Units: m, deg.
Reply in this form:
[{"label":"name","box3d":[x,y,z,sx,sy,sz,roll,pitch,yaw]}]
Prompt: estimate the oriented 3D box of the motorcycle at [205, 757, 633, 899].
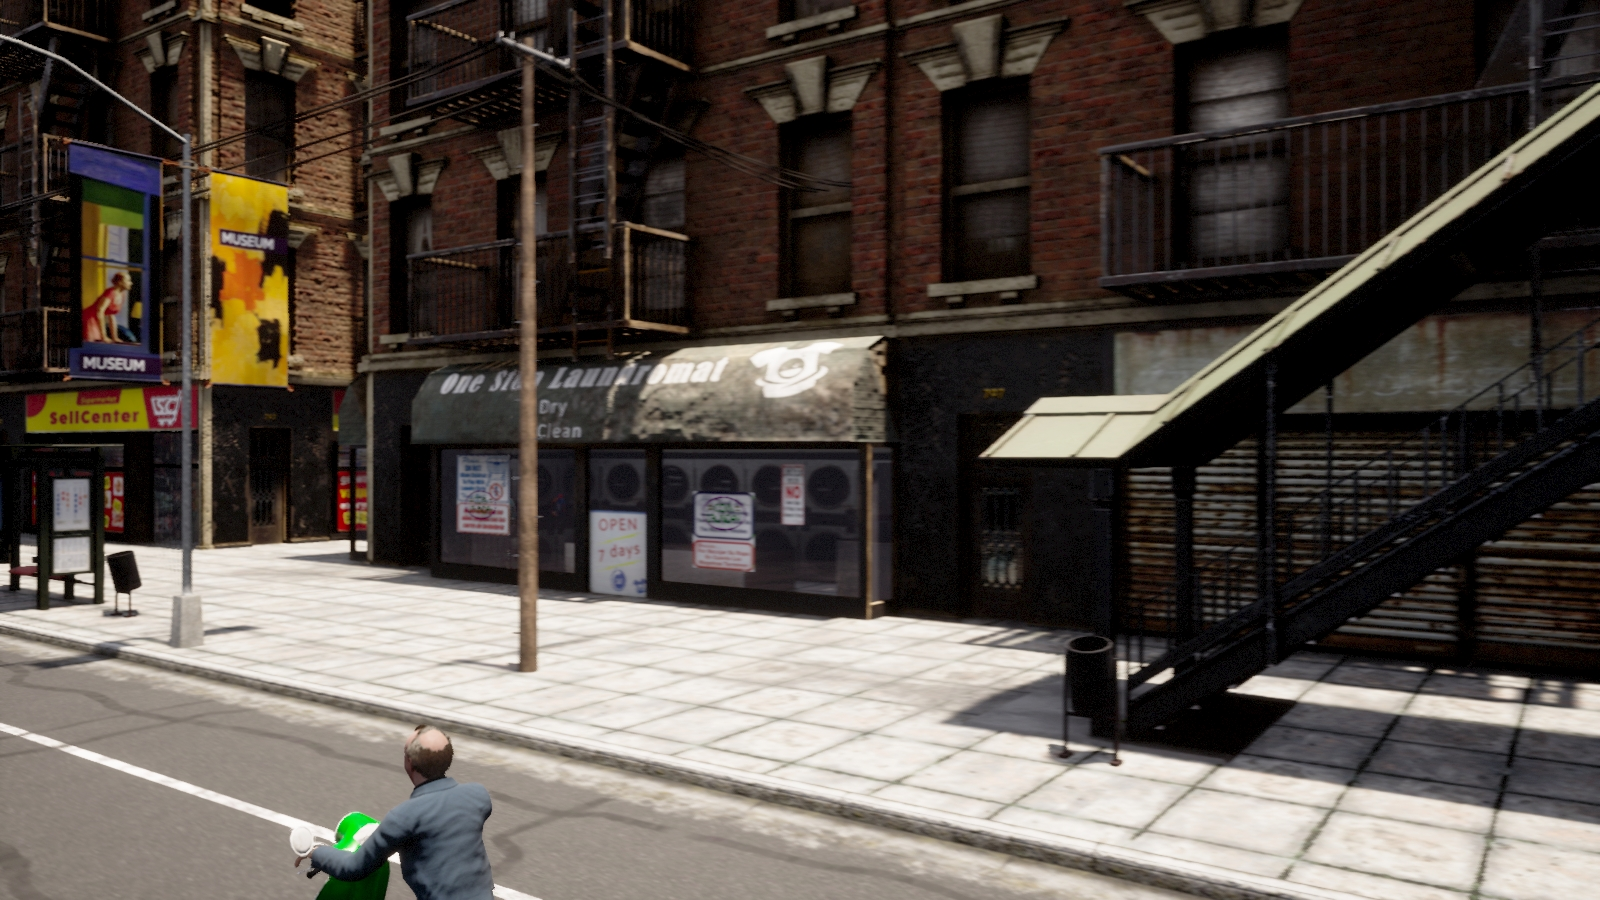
[{"label":"motorcycle","box3d":[-1.686,2.182,4.962,1.805,1.236,0.856,0,0,35]}]
